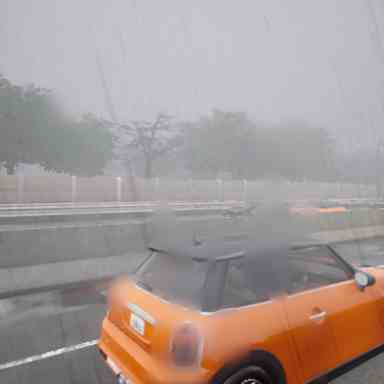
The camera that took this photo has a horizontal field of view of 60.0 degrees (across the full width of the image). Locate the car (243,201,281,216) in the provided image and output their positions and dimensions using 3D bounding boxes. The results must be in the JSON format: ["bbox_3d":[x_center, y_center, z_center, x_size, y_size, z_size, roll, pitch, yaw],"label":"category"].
[{"bbox_3d":[6.615,1.522,25.838,4.892,1.490,1.837,0,0,-35],"label":"car"}]

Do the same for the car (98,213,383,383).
[{"bbox_3d":[1.180,1.355,4.591,4.553,1.767,2.097,0,0,-35],"label":"car"}]

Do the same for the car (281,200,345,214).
[{"bbox_3d":[8.640,1.369,22.983,4.553,1.767,2.097,0,0,-35],"label":"car"}]

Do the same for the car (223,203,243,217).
[{"bbox_3d":[5.244,1.565,29.158,5.357,1.411,2.033,0,0,-35],"label":"car"}]

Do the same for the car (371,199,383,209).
[{"bbox_3d":[25.038,1.605,43.002,4.181,1.385,1.994,0,0,-34],"label":"car"}]
